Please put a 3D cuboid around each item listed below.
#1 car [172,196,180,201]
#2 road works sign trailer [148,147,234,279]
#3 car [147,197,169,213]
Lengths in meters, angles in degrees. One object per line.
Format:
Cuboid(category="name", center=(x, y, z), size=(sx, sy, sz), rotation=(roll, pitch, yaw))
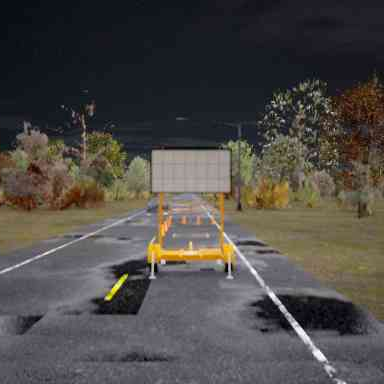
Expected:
Cuboid(category="car", center=(-3.702, 1.476, 77.057), size=(1.895, 1.301, 4.718), rotation=(0, 0, 0))
Cuboid(category="road works sign trailer", center=(-0.026, 0.449, 9.991), size=(2.380, 3.560, 2.880), rotation=(0, 0, 0))
Cuboid(category="car", center=(-3.695, 1.299, 36.714), size=(2.097, 1.767, 4.553), rotation=(0, 0, 0))
